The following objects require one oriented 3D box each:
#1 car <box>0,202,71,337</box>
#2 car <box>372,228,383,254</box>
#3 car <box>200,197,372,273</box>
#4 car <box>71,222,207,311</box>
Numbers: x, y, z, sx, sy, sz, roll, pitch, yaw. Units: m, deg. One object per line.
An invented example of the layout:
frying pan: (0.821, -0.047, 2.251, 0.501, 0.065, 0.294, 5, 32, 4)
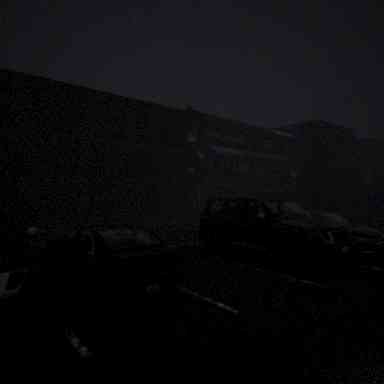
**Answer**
car: (-4.353, 1.229, 6.250, 2.435, 2.045, 5.566, 0, 0, -36)
car: (4.757, 1.445, 12.785, 2.231, 1.521, 4.892, 0, 0, -35)
car: (2.495, 1.197, 11.132, 2.435, 2.045, 5.566, 0, 0, -35)
car: (-2.081, 1.466, 7.898, 2.231, 1.521, 4.892, 0, 0, -36)
